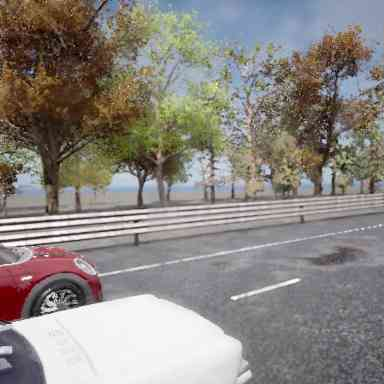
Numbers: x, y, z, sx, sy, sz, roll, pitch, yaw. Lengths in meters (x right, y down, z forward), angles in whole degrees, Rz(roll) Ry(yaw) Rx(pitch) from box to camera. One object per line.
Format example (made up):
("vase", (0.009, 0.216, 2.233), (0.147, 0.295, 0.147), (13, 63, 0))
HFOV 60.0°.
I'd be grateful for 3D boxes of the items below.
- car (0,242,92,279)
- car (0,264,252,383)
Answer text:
("car", (-3.832, 1.355, 5.284), (4.553, 1.767, 2.097), (-2, 1, -35))
("car", (-1.798, 1.604, 2.446), (4.718, 1.301, 1.895), (-2, 1, -35))
